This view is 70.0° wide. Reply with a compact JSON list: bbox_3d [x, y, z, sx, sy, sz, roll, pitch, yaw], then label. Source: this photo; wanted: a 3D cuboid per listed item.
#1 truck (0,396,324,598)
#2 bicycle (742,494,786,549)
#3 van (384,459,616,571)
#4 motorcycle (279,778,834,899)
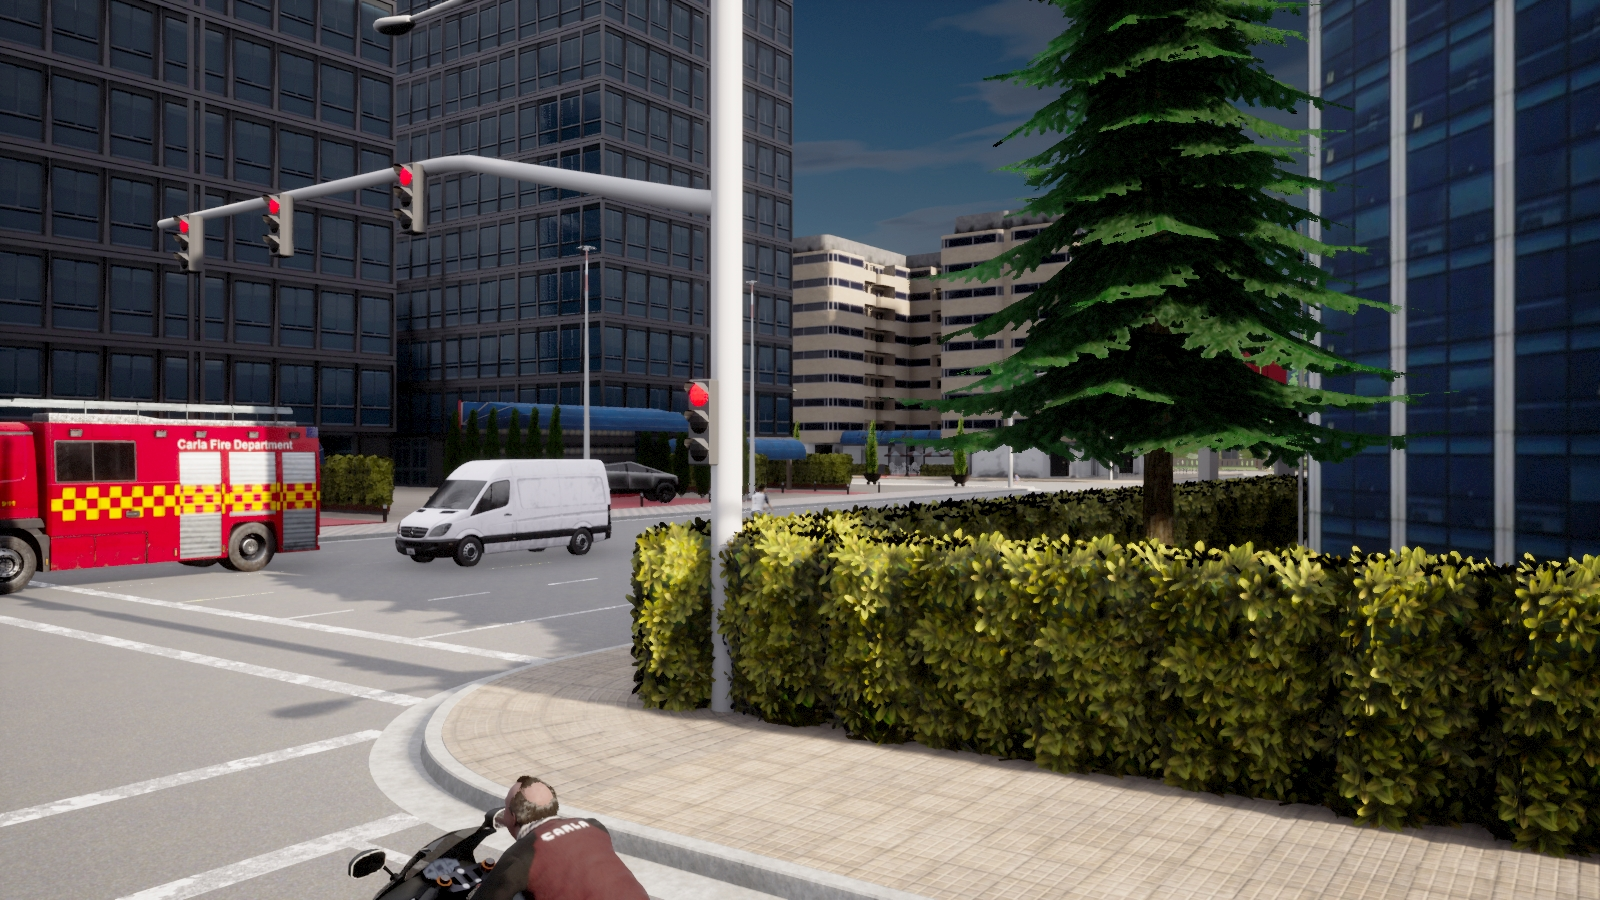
[{"bbox_3d":[-14.959,0.889,24.598,2.891,3.827,8.468,0,0,34],"label":"truck"},{"bbox_3d":[-1.028,2.055,33.026,0.373,1.496,1.643,0,0,35],"label":"bicycle"},{"bbox_3d":[-7.573,1.533,29.577,1.988,2.561,5.915,0,0,35],"label":"van"},{"bbox_3d":[-1.027,2.205,4.504,2.209,1.251,0.867,0,0,35],"label":"motorcycle"}]
